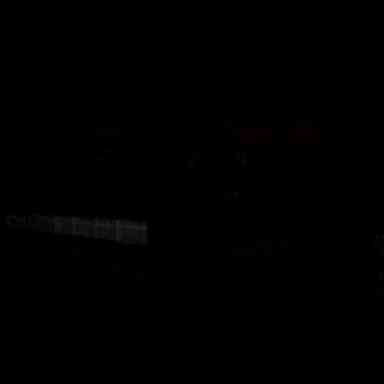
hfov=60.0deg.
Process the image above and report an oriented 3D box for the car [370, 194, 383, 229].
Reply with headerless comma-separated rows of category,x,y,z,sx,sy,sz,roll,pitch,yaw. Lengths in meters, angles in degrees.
car,10.768,1.013,17.637,1.905,1.878,3.866,0,0,36
